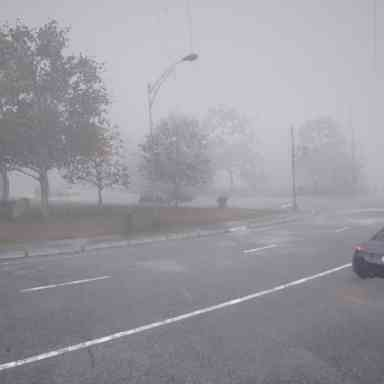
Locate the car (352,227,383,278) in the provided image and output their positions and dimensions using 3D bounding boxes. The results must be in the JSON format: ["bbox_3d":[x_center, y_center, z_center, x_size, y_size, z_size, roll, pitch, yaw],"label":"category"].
[{"bbox_3d":[5.971,1.465,8.793,4.181,1.385,1.994,-1,1,-41],"label":"car"}]

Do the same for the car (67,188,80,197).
[{"bbox_3d":[-21.753,-0.141,58.221,4.553,1.767,2.097,2,4,33],"label":"car"}]

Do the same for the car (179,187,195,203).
[{"bbox_3d":[-2.265,0.321,45.706,5.566,2.045,2.150,1,3,33],"label":"car"}]

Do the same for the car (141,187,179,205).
[{"bbox_3d":[-4.547,0.619,43.024,4.553,1.767,2.097,1,3,33],"label":"car"}]

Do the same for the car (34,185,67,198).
[{"bbox_3d":[-23.970,-0.113,55.484,5.566,2.045,2.150,2,4,32],"label":"car"}]
